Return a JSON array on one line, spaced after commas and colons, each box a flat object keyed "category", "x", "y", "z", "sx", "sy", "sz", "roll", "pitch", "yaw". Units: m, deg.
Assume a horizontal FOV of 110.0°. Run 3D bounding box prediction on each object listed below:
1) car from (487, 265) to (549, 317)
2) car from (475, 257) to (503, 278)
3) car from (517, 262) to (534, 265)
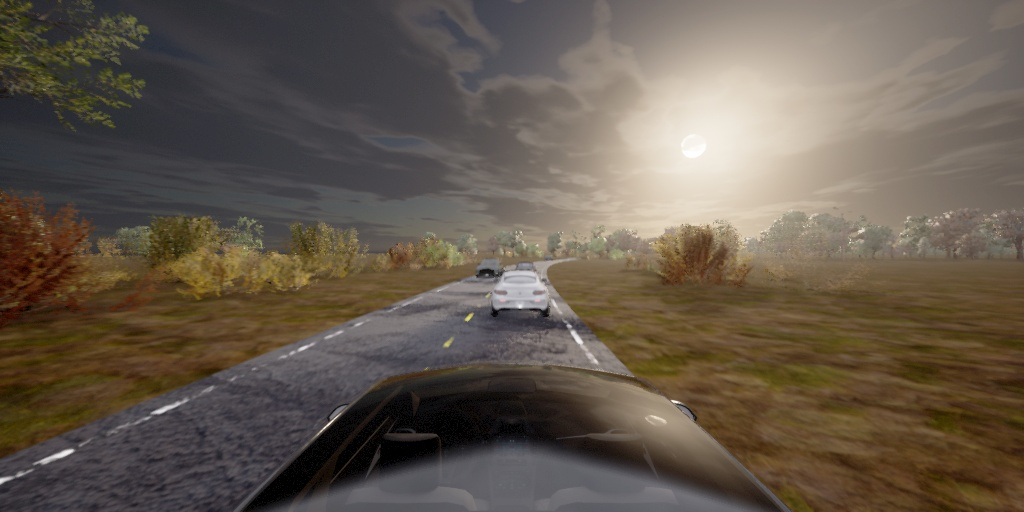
[{"category": "car", "x": 0.295, "y": 1.234, "z": 12.938, "sx": 1.812, "sy": 1.442, "sz": 4.674, "roll": 0, "pitch": 0, "yaw": 1}, {"category": "car", "x": -1.920, "y": 0.988, "z": 31.844, "sx": 2.097, "sy": 1.767, "sz": 4.553, "roll": 0, "pitch": 0, "yaw": 5}, {"category": "car", "x": 1.193, "y": 1.192, "z": 30.871, "sx": 2.033, "sy": 1.411, "sz": 5.357, "roll": 0, "pitch": 0, "yaw": 4}]
